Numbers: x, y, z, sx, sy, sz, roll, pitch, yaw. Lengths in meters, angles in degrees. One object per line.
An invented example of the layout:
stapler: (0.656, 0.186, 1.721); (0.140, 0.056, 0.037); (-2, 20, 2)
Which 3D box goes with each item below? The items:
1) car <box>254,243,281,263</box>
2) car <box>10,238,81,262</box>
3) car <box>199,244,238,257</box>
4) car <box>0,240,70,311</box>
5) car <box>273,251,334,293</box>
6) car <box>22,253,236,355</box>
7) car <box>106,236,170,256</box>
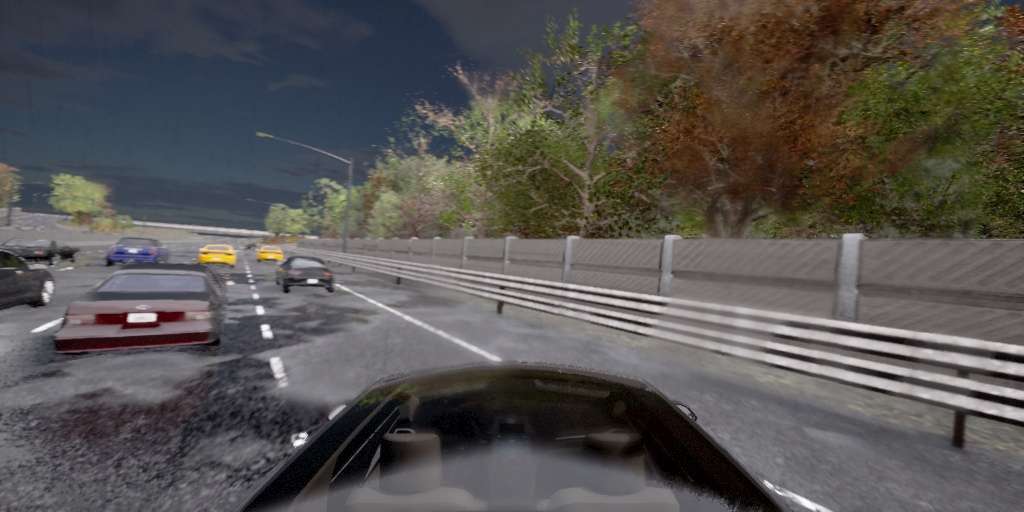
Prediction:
car: (-22.762, -0.176, 33.642); (1.882, 1.535, 5.008); (4, 0, -37)
car: (-24.188, -0.241, 18.377); (1.895, 1.301, 4.718); (4, 0, -37)
car: (-20.400, -0.063, 24.947); (1.882, 1.535, 5.008); (4, 0, -37)
car: (-11.184, 0.503, 7.084); (1.837, 1.490, 4.892); (4, 0, -37)
car: (-9.054, 0.720, 15.648); (1.812, 1.442, 4.674); (4, 0, -37)
car: (-6.880, 0.846, 7.195); (2.033, 1.411, 5.357); (4, 0, -37)
car: (-22.033, -0.324, 21.331); (2.097, 1.767, 4.553); (4, 0, -37)
